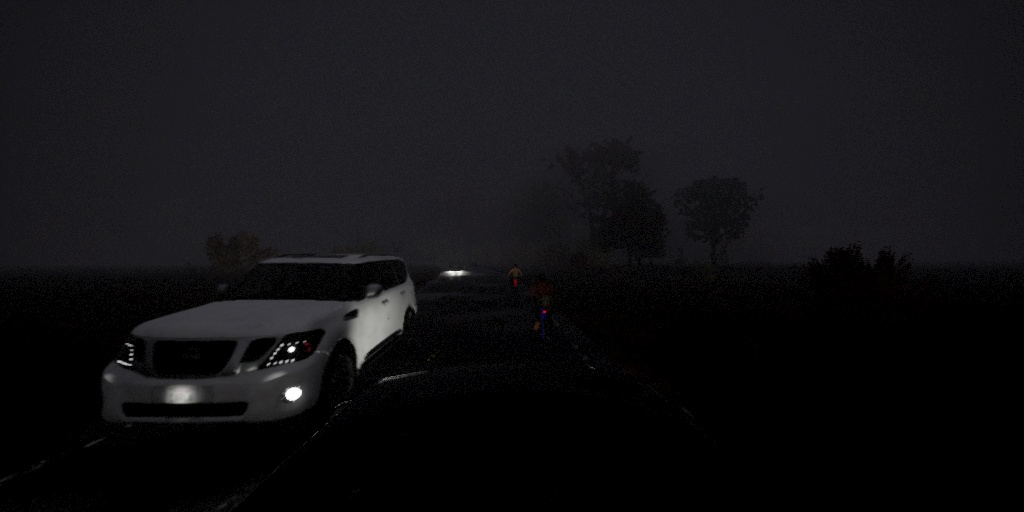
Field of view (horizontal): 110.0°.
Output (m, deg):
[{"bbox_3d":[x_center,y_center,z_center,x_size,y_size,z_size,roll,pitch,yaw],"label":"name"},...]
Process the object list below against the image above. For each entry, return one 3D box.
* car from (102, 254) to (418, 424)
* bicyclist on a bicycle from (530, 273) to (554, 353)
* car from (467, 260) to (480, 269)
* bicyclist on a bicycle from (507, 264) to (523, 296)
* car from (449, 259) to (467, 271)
[{"bbox_3d":[-3.200,0.971,6.164,2.150,2.045,5.566,0,0,-1],"label":"car"},{"bbox_3d":[0.682,1.202,7.873,0.582,1.620,1.656,0,0,-2],"label":"bicyclist on a bicycle"},{"bbox_3d":[-6.502,1.309,58.977,2.033,1.411,5.357,0,0,-13],"label":"car"},{"bbox_3d":[0.160,1.185,18.152,0.866,1.612,1.509,0,0,-3],"label":"bicyclist on a bicycle"},{"bbox_3d":[-7.862,1.250,49.834,2.128,1.511,4.902,0,0,-11],"label":"car"}]
